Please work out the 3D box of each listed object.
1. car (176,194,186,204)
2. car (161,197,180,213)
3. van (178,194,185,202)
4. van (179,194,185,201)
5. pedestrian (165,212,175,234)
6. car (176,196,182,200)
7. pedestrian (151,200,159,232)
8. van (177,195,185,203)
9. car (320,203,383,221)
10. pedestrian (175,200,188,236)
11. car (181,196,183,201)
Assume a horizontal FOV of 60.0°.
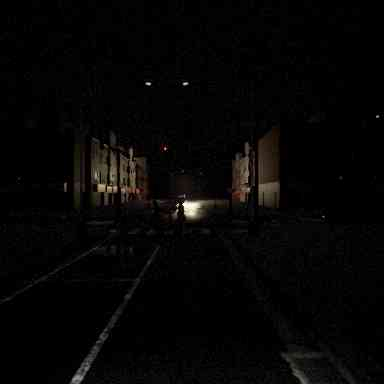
[{"bbox_3d":[-2.637,1.546,61.014,1.967,1.590,4.097,0,0,0],"label":"car"},{"bbox_3d":[-2.635,1.570,38.423,1.752,1.417,4.829,0,0,0],"label":"car"},{"bbox_3d":[-2.638,1.527,83.436,1.690,1.788,3.998,0,0,0],"label":"van"},{"bbox_3d":[-2.638,1.549,89.042,1.690,1.788,3.998,0,0,0],"label":"van"},{"bbox_3d":[-1.134,1.586,17.730,0.375,1.300,0.375,0,0,0],"label":"pedestrian"},{"bbox_3d":[-2.635,1.602,44.197,1.887,1.381,4.507,0,0,0],"label":"car"},{"bbox_3d":[-1.990,1.306,18.329,0.375,1.860,0.375,0,0,0],"label":"pedestrian"},{"bbox_3d":[-2.637,1.506,77.831,1.690,1.788,3.998,0,0,0],"label":"van"},{"bbox_3d":[13.082,1.551,26.407,5.357,1.411,2.033,0,0,0],"label":"car"},{"bbox_3d":[-0.524,1.305,17.130,0.375,1.860,0.375,0,0,0],"label":"pedestrian"},{"bbox_3d":[-2.636,1.654,49.803,1.802,1.307,4.206,0,0,0],"label":"car"}]
